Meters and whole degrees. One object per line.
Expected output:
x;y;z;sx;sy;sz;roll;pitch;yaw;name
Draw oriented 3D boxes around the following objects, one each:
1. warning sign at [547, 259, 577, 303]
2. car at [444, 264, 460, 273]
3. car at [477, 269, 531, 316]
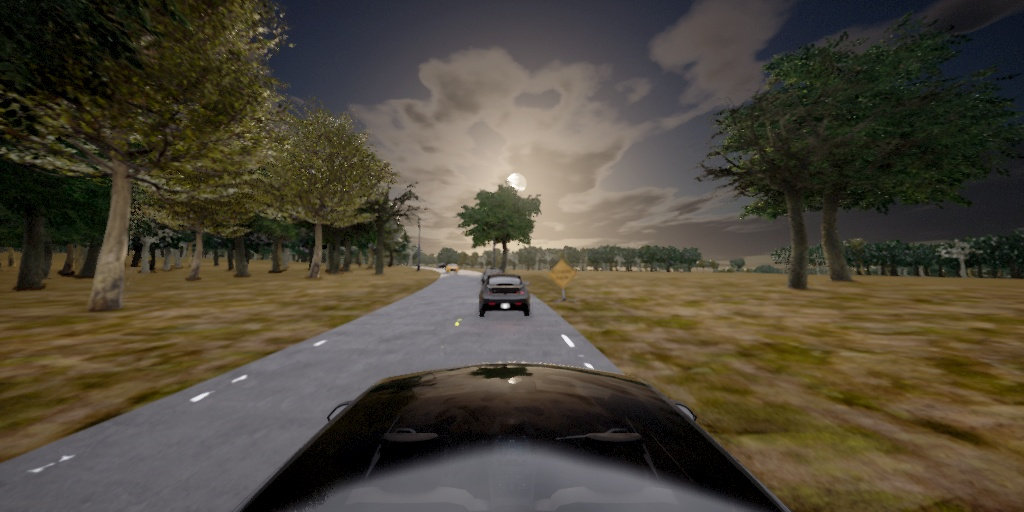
2.243;1.056;15.482;1.300;1.860;1.060;0;0;-3;warning sign
-9.574;2.002;57.890;1.882;1.535;5.008;1;-1;-12;car
-0.336;1.429;14.328;1.837;1.490;4.892;0;0;-3;car
